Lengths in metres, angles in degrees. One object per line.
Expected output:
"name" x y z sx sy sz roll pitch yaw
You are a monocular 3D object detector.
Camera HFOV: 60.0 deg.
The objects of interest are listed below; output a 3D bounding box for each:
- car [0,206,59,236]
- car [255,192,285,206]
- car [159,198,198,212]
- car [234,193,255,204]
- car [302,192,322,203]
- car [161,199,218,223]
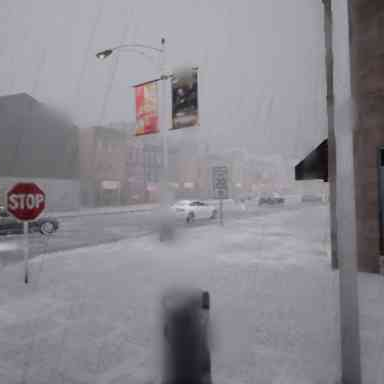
"car" -8.739 1.448 15.722 1.837 1.490 4.892 -2 0 35
"car" 10.404 0.829 43.060 2.097 1.767 4.553 -2 0 35
"car" -1.453 1.445 37.783 1.895 1.301 4.718 -2 0 35
"car" 8.185 0.875 51.397 1.837 1.490 4.892 -2 0 35
"car" 16.801 0.762 46.526 2.128 1.511 4.902 -2 0 35
"car" -0.052 1.245 22.458 1.812 1.442 4.674 -2 0 35
